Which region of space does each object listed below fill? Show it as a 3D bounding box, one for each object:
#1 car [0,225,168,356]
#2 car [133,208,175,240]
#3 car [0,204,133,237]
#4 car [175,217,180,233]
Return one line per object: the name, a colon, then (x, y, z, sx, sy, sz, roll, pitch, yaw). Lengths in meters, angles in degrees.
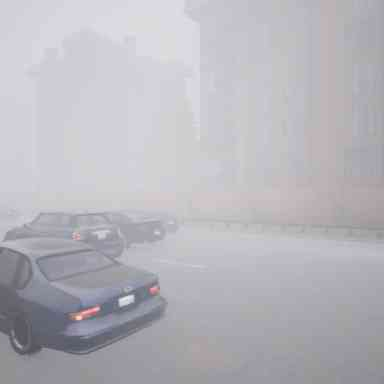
car: (-2.954, 1.576, 6.093, 5.357, 1.411, 2.033, 0, 0, 35)
car: (-3.429, 1.534, 15.022, 5.008, 1.535, 1.882, 0, 0, 35)
car: (-4.507, 1.403, 11.493, 4.553, 1.767, 2.097, 0, 0, 35)
car: (-2.725, 1.629, 18.818, 4.181, 1.385, 1.994, 0, 0, 35)
